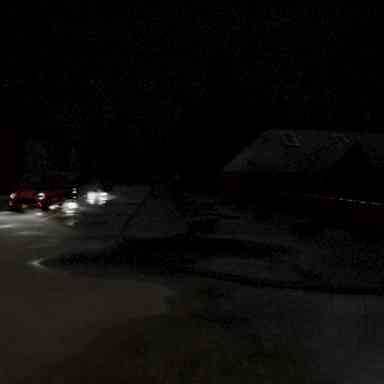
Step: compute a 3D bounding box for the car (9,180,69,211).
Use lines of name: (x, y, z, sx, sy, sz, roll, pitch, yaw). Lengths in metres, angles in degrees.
car: (-9.674, 0.136, 21.056, 2.097, 1.767, 4.553, 2, 2, -5)

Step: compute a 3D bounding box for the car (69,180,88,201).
car: (-10.354, -0.203, 28.475, 2.097, 1.767, 4.553, 2, 2, -5)

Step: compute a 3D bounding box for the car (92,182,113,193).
car: (-11.683, -0.644, 43.592, 1.895, 1.301, 4.718, 2, 2, -5)
